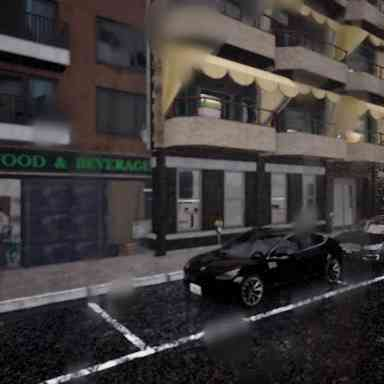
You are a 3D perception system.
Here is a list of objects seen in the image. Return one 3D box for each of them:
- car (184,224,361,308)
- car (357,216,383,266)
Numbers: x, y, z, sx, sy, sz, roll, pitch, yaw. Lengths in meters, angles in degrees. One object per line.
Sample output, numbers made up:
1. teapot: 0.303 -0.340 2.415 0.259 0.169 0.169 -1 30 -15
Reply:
1. car: 1.847 1.548 7.876 4.313 1.339 1.947 0 0 -35
2. car: 6.445 1.516 11.156 4.403 1.369 2.008 0 0 -35
